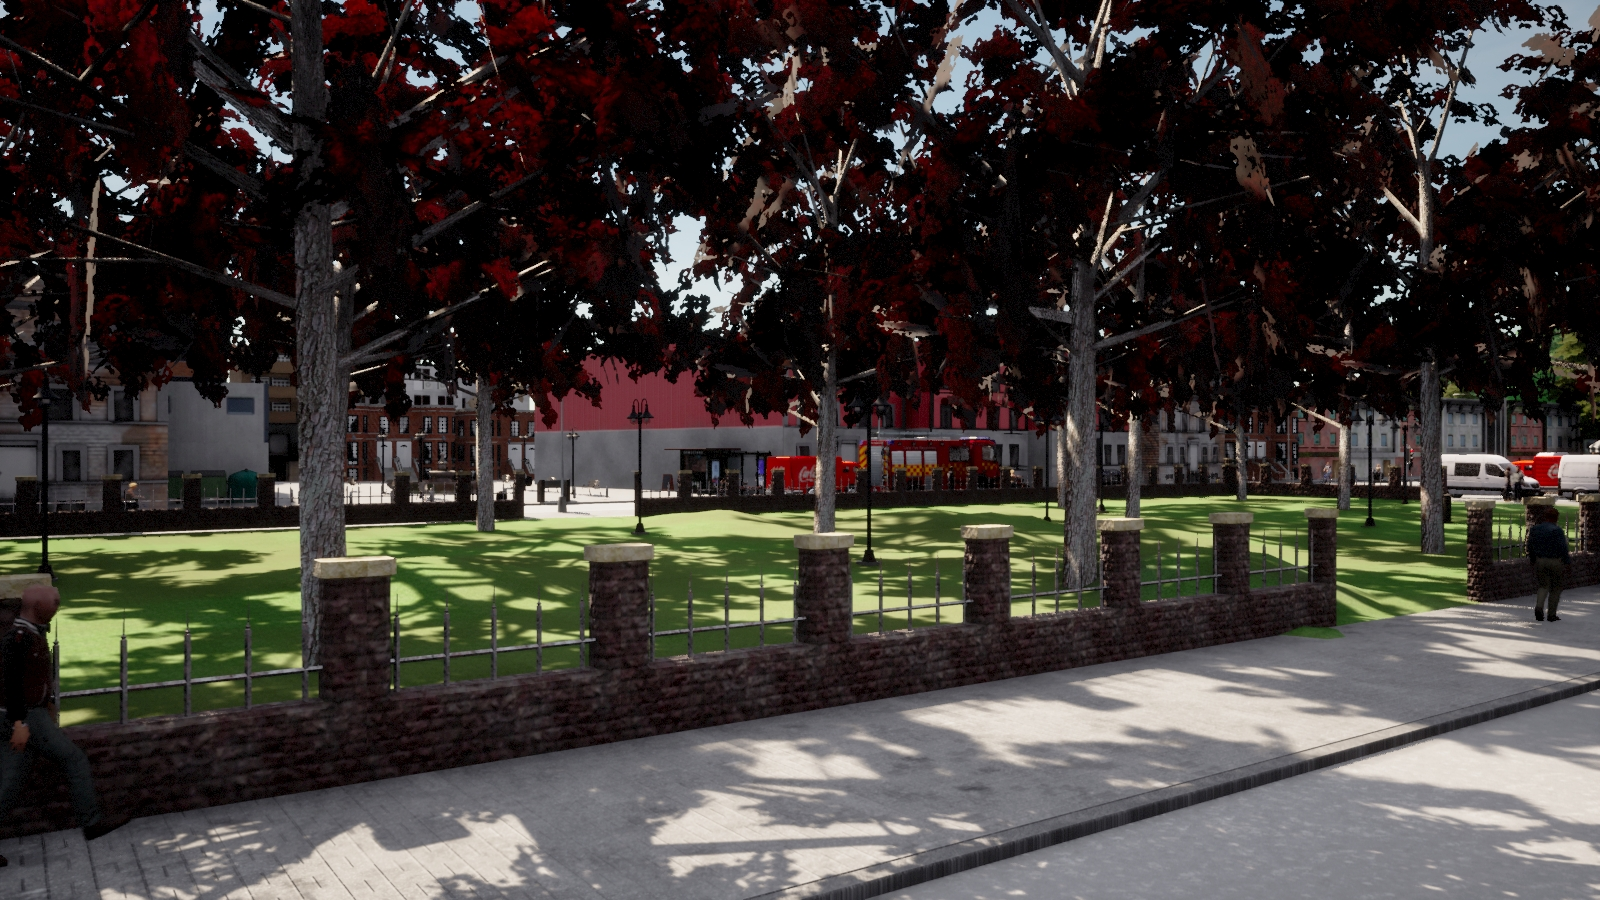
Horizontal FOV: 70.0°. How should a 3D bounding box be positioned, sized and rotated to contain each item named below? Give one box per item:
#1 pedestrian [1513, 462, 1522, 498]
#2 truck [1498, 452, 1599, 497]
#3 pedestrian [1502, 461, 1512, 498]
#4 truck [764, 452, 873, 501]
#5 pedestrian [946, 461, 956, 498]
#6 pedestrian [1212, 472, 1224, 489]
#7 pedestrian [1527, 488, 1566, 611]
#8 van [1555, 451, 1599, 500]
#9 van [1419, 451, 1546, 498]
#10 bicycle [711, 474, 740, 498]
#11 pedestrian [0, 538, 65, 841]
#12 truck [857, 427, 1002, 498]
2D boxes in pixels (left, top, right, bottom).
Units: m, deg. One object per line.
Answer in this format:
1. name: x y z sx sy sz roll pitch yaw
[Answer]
1. pedestrian: 36.704 1.529 58.451 0.375 1.860 0.375 0 0 26
2. truck: 43.313 1.349 65.350 2.627 2.467 5.204 0 0 -35
3. pedestrian: 36.541 1.526 59.057 0.375 1.860 0.375 0 0 42
4. truck: 0.981 1.350 60.336 5.204 2.467 2.627 0 0 -35
5. pedestrian: 7.832 1.526 59.264 0.375 1.860 0.375 0 0 -15
6. pedestrian: 26.311 1.909 71.846 0.500 1.100 0.500 0 0 -32
7. pedestrian: 11.564 1.526 17.701 0.375 1.860 0.375 0 0 -33
8. van: 42.801 1.318 59.139 1.988 2.561 5.915 0 0 -34
9. van: 38.734 1.318 65.042 1.988 2.561 5.915 0 0 -34
10. bicycle: -4.020 1.937 61.720 1.643 1.296 0.373 0 0 -35
11. pedestrian: -4.995 1.523 7.403 0.375 1.860 0.375 0 0 -36
12. truck: 7.472 0.673 65.183 8.468 3.827 2.891 0 0 -35
